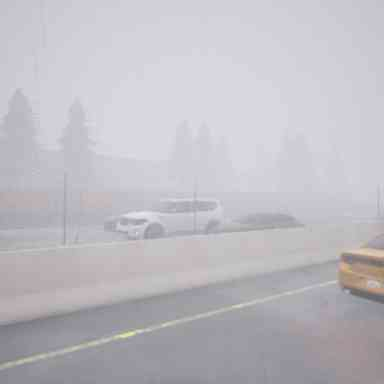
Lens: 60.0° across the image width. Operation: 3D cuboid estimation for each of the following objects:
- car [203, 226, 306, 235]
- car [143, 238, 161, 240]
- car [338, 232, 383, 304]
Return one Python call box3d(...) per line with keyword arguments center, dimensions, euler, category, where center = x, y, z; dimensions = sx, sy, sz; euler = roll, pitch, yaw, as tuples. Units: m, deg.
box3d(center=(3.029, 1.627, 14.757), dimensions=(4.892, 1.490, 1.837), euler=(1, 0, -36), category="car")
box3d(center=(-0.818, 1.318, 16.306), dimensions=(5.566, 2.045, 2.150), euler=(1, 0, -36), category="car")
box3d(center=(5.370, 1.575, 7.579), dimensions=(5.008, 1.535, 1.882), euler=(1, 0, -35), category="car")
